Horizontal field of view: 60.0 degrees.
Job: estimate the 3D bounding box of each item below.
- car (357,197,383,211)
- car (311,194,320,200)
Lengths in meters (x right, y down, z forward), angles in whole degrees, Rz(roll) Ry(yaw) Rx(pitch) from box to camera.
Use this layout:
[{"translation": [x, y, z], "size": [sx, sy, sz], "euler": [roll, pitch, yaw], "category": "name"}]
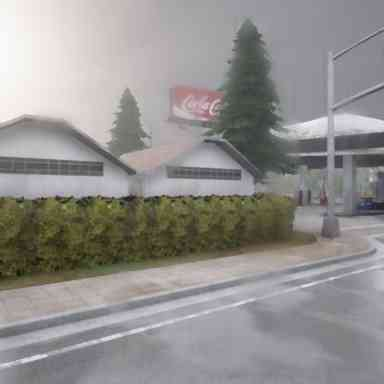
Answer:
[{"translation": [21.539, 1.472, 39.867], "size": [4.611, 1.667, 2.242], "euler": [0, 0, -36], "category": "car"}, {"translation": [32.564, 1.315, 89.370], "size": [2.152, 1.636, 5.027], "euler": [0, 0, -36], "category": "car"}]
